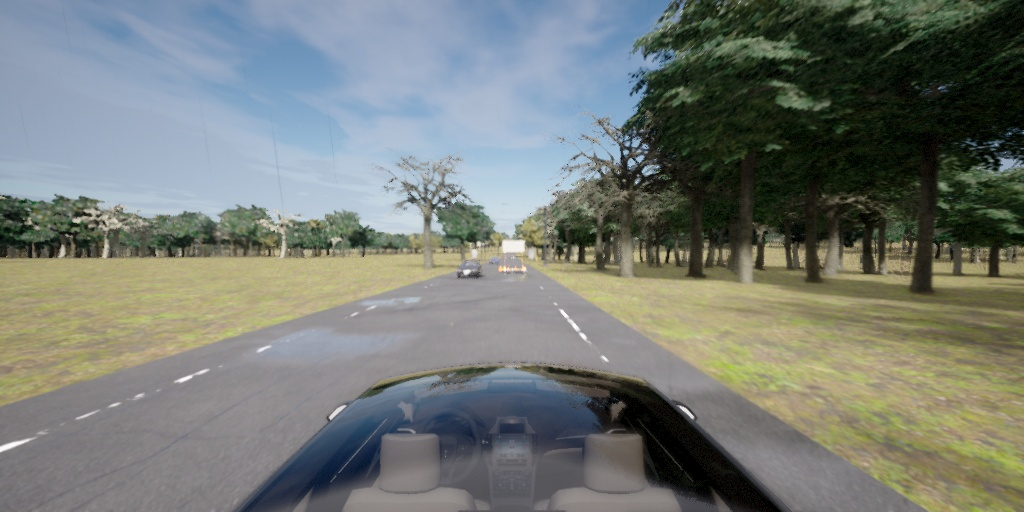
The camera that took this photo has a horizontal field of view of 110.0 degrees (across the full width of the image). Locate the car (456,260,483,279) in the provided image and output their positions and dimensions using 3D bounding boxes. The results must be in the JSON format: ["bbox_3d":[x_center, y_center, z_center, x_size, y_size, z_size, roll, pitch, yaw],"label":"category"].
[{"bbox_3d":[-3.571,1.109,30.838,2.128,1.511,4.902,0,0,0],"label":"car"}]

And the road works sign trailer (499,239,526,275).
[{"bbox_3d":[0.164,0.049,36.951,2.380,3.560,2.880,0,0,-5],"label":"road works sign trailer"}]
